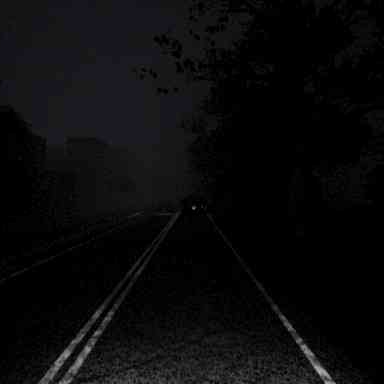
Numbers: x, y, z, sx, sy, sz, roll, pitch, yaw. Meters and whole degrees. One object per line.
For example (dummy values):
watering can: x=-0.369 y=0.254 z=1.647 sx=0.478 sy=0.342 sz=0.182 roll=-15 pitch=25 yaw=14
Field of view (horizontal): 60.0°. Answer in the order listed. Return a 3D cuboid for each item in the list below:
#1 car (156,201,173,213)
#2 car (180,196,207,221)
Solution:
car: x=-3.268 y=1.765 z=40.270 sx=2.033 sy=1.411 sz=5.357 roll=0 pitch=0 yaw=0
car: x=0.144 y=1.365 z=28.836 sx=2.150 sy=2.045 sz=5.566 roll=0 pitch=0 yaw=0
